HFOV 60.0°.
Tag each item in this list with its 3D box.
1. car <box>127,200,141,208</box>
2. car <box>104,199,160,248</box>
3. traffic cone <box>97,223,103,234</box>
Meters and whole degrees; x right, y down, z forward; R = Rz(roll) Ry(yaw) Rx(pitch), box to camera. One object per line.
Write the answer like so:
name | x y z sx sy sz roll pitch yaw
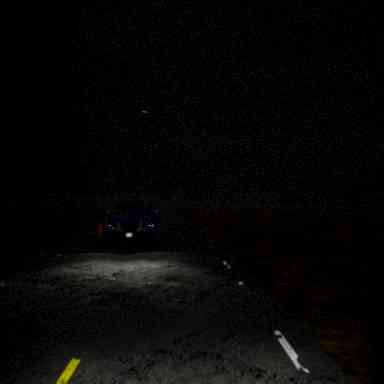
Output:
car | -11.112 2.307 64.190 1.837 1.490 4.892 -1 -1 1
car | -2.767 1.387 15.966 2.150 2.045 5.566 0 -1 -6
traffic cone | -5.446 2.164 19.793 0.340 0.580 0.340 0 -1 -7
